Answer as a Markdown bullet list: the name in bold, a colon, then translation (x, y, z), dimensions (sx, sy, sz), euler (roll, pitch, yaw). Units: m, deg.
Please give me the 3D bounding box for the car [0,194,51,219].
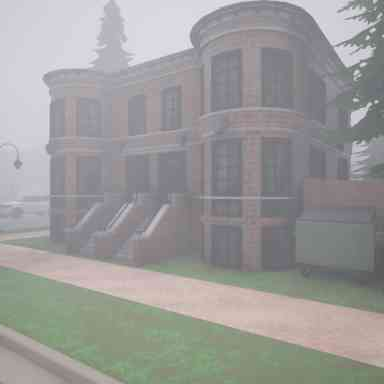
- **car**: translation (-14.419, 1.218, 29.763), dimensions (2.150, 2.045, 5.566), euler (0, 0, 34)
